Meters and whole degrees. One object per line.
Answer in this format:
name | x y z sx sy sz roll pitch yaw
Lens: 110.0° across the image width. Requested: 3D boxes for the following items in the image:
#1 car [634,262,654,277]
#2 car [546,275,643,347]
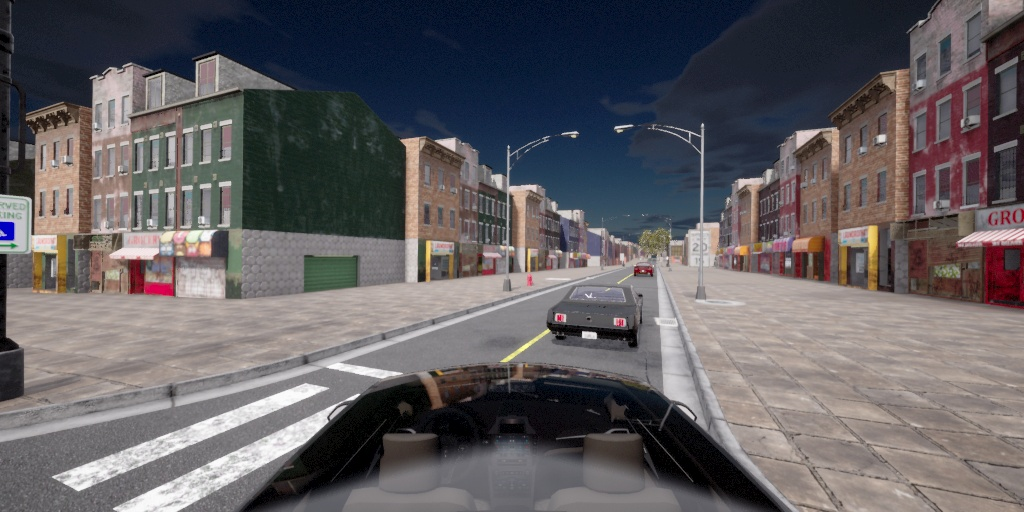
car | 14.299 1.394 38.842 1.882 1.535 5.008 1 0 22
car | 2.431 1.345 9.442 1.895 1.301 4.718 1 0 22
